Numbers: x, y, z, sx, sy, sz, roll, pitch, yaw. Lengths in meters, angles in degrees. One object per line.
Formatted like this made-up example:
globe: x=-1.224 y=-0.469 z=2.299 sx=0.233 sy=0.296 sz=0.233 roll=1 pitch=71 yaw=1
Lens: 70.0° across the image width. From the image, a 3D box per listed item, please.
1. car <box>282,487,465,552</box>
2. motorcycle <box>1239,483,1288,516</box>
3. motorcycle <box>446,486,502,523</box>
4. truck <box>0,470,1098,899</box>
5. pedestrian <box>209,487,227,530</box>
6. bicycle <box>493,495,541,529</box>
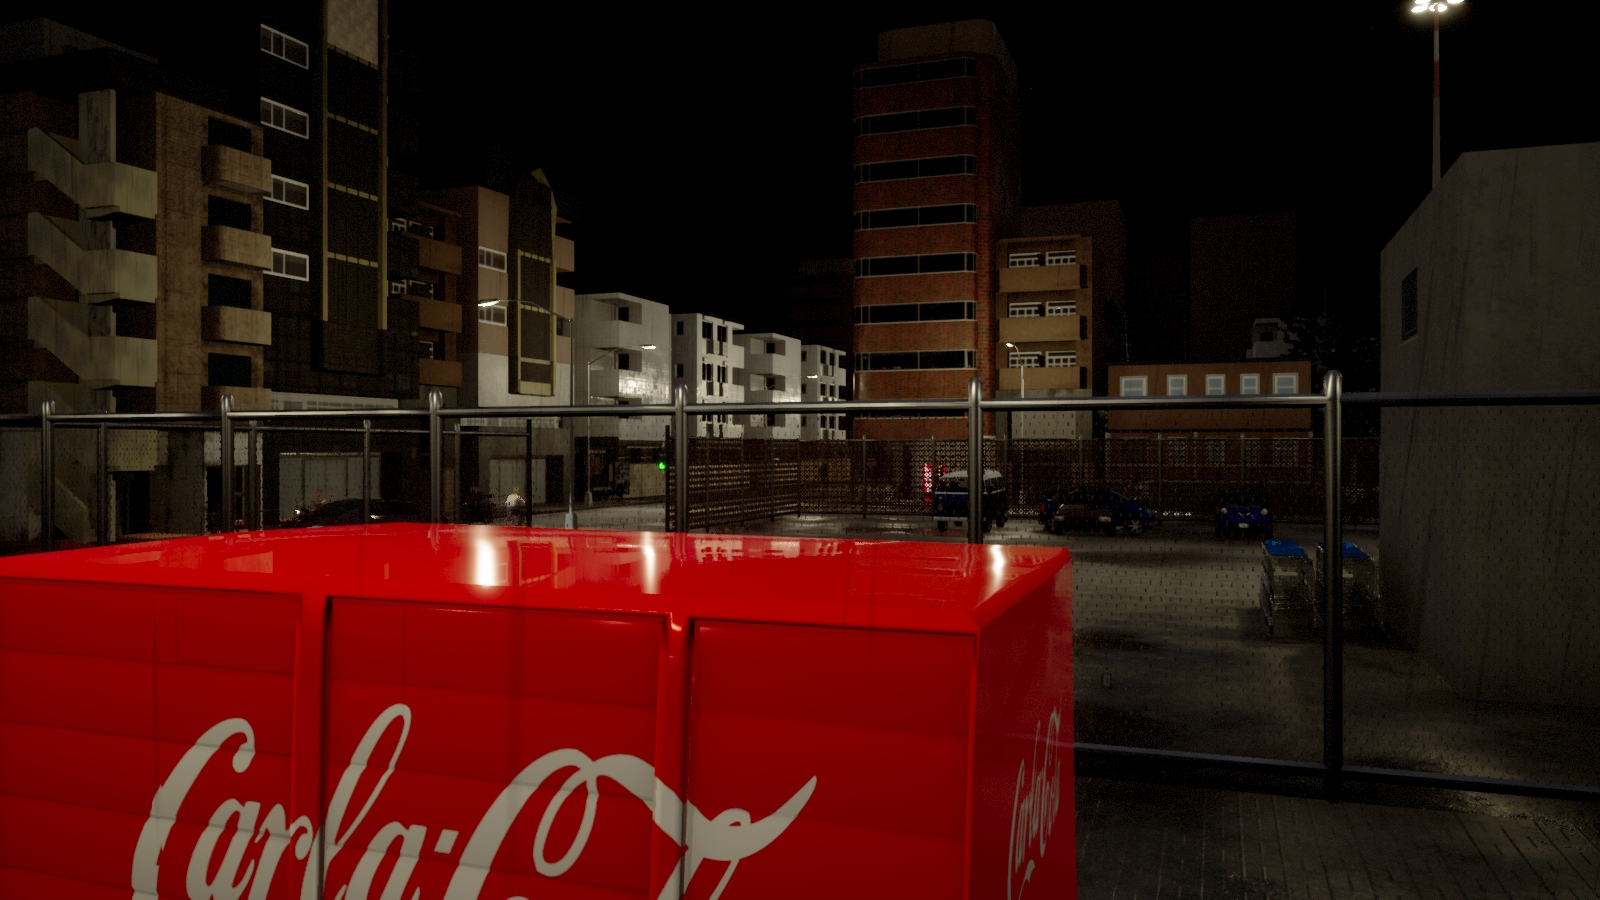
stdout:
car: x=-11.675 y=1.851 z=31.689 sx=2.163 sy=1.488 sz=4.792 roll=0 pitch=0 yaw=20
motorcycle: x=18.400 y=1.962 z=45.402 sx=1.805 sy=1.236 sz=0.856 roll=0 pitch=0 yaw=20
motorcycle: x=-12.026 y=1.995 z=42.200 sx=0.867 sy=1.251 sz=2.209 roll=0 pitch=0 yaw=20
truck: x=-1.648 y=1.349 z=4.450 sx=5.204 sy=2.467 sz=2.627 roll=0 pitch=0 yaw=20
pedestrian: x=-18.005 y=1.815 z=35.367 sx=0.375 sy=1.300 sz=0.375 roll=0 pitch=0 yaw=37
bicycle: x=-9.356 y=2.045 z=37.841 sx=0.859 sy=1.080 sz=1.487 roll=0 pitch=-1 yaw=20
